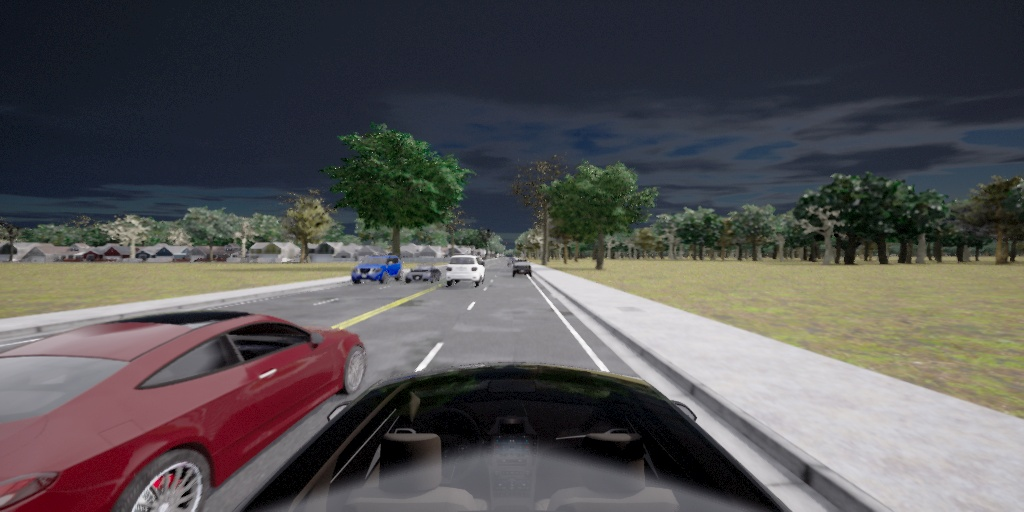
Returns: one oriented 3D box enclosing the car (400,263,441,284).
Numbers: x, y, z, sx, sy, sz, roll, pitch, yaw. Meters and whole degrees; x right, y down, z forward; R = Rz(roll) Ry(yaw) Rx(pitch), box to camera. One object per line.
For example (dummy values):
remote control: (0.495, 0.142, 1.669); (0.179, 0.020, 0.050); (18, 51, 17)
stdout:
car: (-6.601, 1.326, 26.969); (1.994, 1.385, 4.181); (0, 0, 0)

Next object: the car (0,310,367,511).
car: (-3.151, 1.276, 3.633); (1.812, 1.442, 4.674); (0, 0, 0)

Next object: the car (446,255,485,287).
car: (-3.152, 0.983, 24.950); (2.150, 2.045, 5.566); (0, 0, 0)

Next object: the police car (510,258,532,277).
police car: (0.968, 1.194, 35.570); (1.930, 1.638, 5.238); (0, 0, 0)

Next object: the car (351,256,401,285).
car: (-9.853, 0.985, 26.662); (2.150, 2.045, 5.566); (0, 0, 0)
